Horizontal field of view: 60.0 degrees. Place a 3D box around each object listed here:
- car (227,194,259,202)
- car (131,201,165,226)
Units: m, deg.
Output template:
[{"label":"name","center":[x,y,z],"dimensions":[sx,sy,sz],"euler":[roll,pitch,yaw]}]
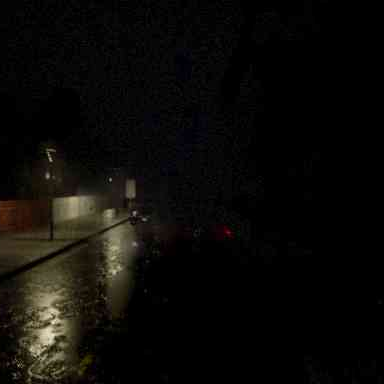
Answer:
[{"label":"car","center":[7.588,1.017,50.056],"dimensions":[4.892,1.490,1.837],"euler":[0,0,0]},{"label":"car","center":[-2.852,1.373,22.221],"dimensions":[1.812,1.442,4.674],"euler":[0,0,0]}]
